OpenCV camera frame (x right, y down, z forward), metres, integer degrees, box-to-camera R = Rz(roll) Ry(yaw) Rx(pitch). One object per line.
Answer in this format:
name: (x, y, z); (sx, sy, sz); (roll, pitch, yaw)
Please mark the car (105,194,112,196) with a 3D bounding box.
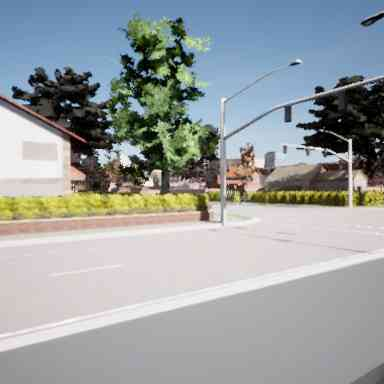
car: (-16.505, 1.152, 66.838); (2.097, 1.767, 4.553); (-1, 0, -36)
